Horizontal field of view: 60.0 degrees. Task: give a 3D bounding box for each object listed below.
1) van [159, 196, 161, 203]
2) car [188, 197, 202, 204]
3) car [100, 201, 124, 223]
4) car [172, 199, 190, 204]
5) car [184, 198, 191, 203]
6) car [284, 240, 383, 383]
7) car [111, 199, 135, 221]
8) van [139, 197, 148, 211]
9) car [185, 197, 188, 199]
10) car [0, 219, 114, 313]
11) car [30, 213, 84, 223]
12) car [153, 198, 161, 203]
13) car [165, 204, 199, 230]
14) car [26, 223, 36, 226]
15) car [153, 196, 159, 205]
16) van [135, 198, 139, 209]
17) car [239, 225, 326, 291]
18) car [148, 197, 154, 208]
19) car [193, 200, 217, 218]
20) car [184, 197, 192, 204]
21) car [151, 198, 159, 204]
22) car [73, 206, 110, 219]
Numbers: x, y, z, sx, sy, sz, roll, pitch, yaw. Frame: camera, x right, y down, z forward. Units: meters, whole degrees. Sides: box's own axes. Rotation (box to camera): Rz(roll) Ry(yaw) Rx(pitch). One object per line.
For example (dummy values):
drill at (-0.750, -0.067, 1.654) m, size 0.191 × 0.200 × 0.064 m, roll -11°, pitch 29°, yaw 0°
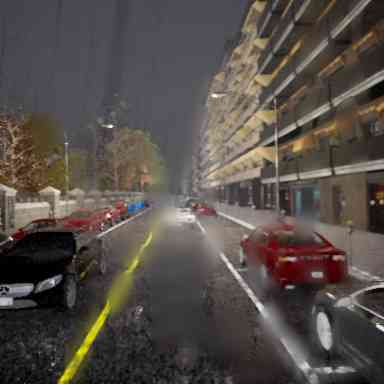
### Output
van at (-9.327, 2.063, 81.620) m, size 1.690 × 1.788 × 3.998 m, roll -1°, pitch 0°, yaw -3°
car at (0.852, 1.660, 42.637) m, size 1.967 × 1.590 × 4.097 m, roll -1°, pitch 0°, yaw -3°
car at (-6.741, 1.732, 25.377) m, size 1.967 × 1.590 × 4.097 m, roll -1°, pitch 0°, yaw -3°
car at (-1.518, 1.844, 37.322) m, size 1.895 × 1.301 × 4.718 m, roll -1°, pitch 0°, yaw -2°
car at (-1.211, 2.155, 87.630) m, size 1.802 × 1.307 × 4.206 m, roll -1°, pitch 0°, yaw -3°
car at (2.664, 1.504, 3.268) m, size 2.008 × 1.369 × 4.403 m, roll -1°, pitch 0°, yaw -3°
car at (-7.004, 1.649, 31.003) m, size 2.192 × 1.841 × 5.009 m, roll -1°, pitch 0°, yaw -3°
van at (-7.778, 1.799, 47.876) m, size 1.690 × 1.788 × 3.998 m, roll -1°, pitch 0°, yaw -3°
car at (0.080, 1.911, 59.509) m, size 1.947 × 1.339 × 4.313 m, roll -1°, pitch 0°, yaw -3°
car at (-3.350, 1.645, 8.059) m, size 1.812 × 1.442 × 4.674 m, roll -1°, pitch 0°, yaw -3°
car at (-6.222, 1.798, 14.132) m, size 1.802 × 1.307 × 4.206 m, roll -1°, pitch 0°, yaw -3°
car at (-9.839, 2.362, 92.868) m, size 1.887 × 1.381 × 4.507 m, roll -1°, pitch 0°, yaw -3°
car at (-0.815, 1.732, 22.207) m, size 1.895 × 1.301 × 4.718 m, roll -1°, pitch 0°, yaw -2°
car at (-5.963, 1.749, 8.508) m, size 1.947 × 1.339 × 4.313 m, roll -1°, pitch 0°, yaw -3°
car at (-8.811, 1.945, 70.373) m, size 2.192 × 1.841 × 5.009 m, roll -1°, pitch 0°, yaw -3°
van at (-7.261, 1.716, 36.627) m, size 1.690 × 1.788 × 3.998 m, roll -1°, pitch 0°, yaw -3°
car at (2.406, 1.531, 8.893) m, size 1.887 × 1.381 × 4.507 m, roll -1°, pitch 0°, yaw -3°
car at (-8.289, 2.108, 59.123) m, size 1.947 × 1.339 × 4.313 m, roll -1°, pitch 0°, yaw -3°
car at (1.372, 1.719, 31.387) m, size 1.802 × 1.307 × 4.206 m, roll -1°, pitch 0°, yaw -3°
car at (-0.961, 2.052, 82.175) m, size 1.752 × 1.417 × 4.829 m, roll -1°, pitch 0°, yaw -3°
car at (-9.580, 2.351, 87.243) m, size 1.802 × 1.307 × 4.206 m, roll -1°, pitch 0°, yaw -3°
car at (-6.481, 1.797, 19.754) m, size 1.887 × 1.381 × 4.507 m, roll -1°, pitch 0°, yaw -3°
